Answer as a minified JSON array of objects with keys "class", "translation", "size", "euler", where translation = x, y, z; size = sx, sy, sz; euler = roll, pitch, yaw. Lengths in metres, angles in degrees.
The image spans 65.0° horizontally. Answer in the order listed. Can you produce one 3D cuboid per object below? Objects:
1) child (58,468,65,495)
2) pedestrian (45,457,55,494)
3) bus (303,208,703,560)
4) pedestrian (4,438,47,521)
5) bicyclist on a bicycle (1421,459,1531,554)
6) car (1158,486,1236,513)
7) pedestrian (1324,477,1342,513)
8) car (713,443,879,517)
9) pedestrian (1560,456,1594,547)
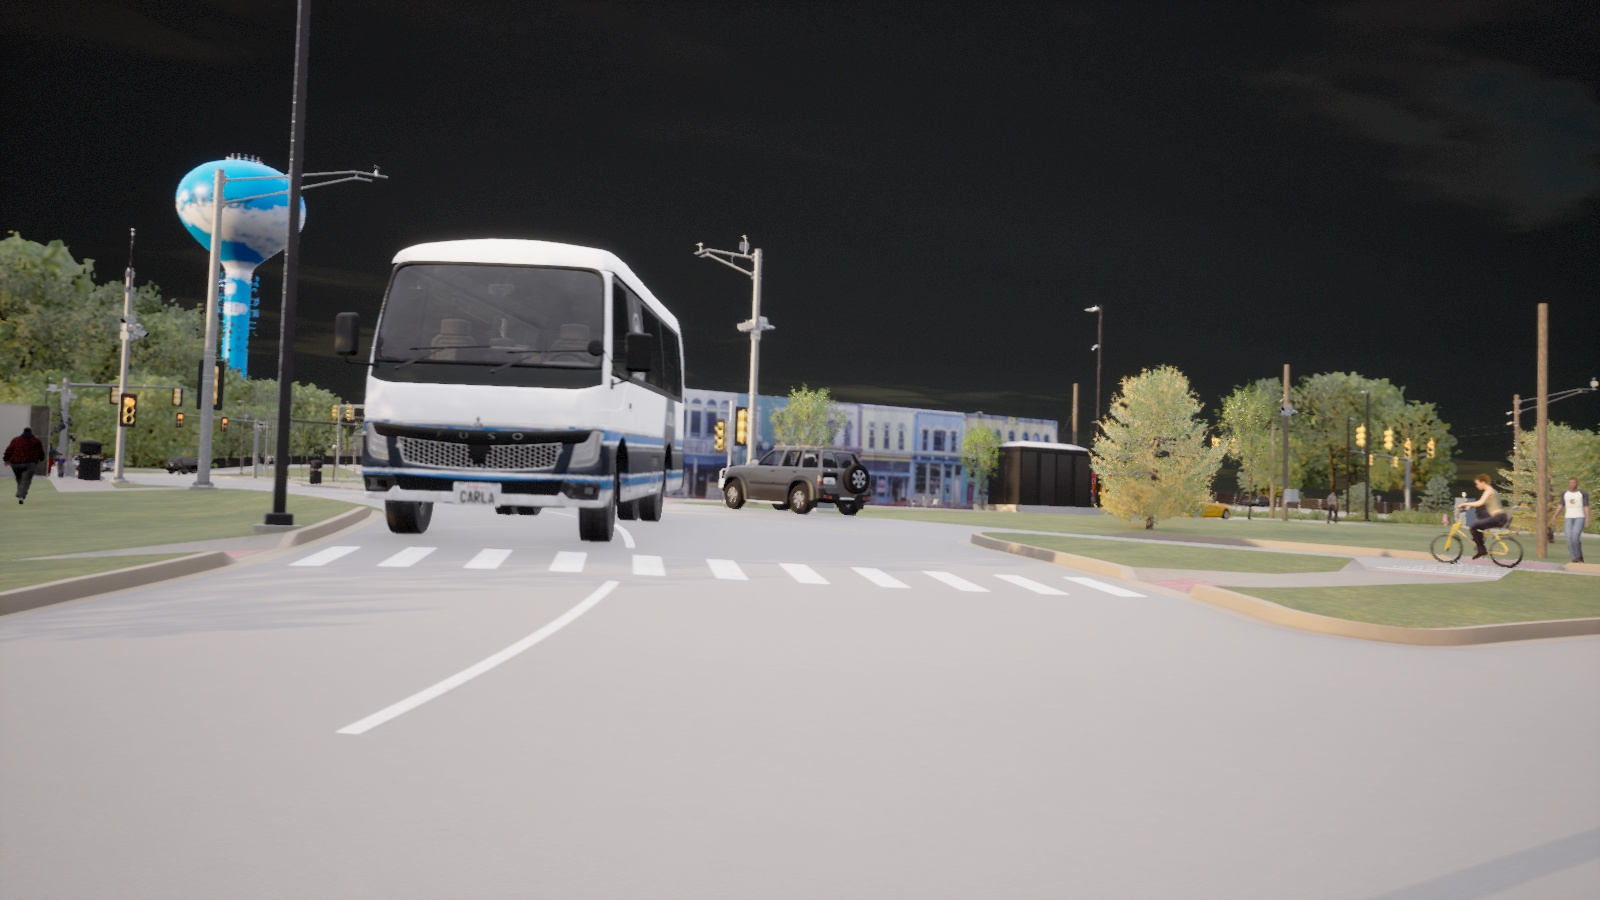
[{"class":"child","translation":[-35.003,1.476,59.514],"size":[0.270,1.263,0.437],"euler":[2,-3,-30]},{"class":"pedestrian","translation":[-38.455,1.318,64.351],"size":[0.353,1.847,0.614],"euler":[2,-3,-33]},{"class":"bus","translation":[-4.035,-0.780,20.535],"size":[3.944,4.253,10.273],"euler":[1,0,1]},{"class":"pedestrian","translation":[-17.722,0.685,28.750],"size":[0.634,1.844,0.899],"euler":[2,-3,-20]},{"class":"bicyclist on a bicycle","translation":[11.838,0.971,22.004],"size":[1.509,1.612,0.866],"euler":[-1,-2,45]},{"class":"car","translation":[23.163,2.877,73.204],"size":[5.008,1.535,1.882],"euler":[2,-3,-39]},{"class":"pedestrian","translation":[28.066,2.379,66.112],"size":[0.694,1.848,0.540],"euler":[2,-3,-34]},{"class":"car","translation":[-0.194,0.786,33.893],"size":[1.932,1.855,4.605],"euler":[3,-2,-40]},{"class":"pedestrian","translation":[15.856,1.053,25.629],"size":[0.706,1.836,0.354],"euler":[3,-3,-40]}]
